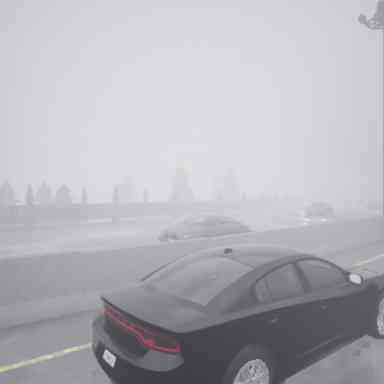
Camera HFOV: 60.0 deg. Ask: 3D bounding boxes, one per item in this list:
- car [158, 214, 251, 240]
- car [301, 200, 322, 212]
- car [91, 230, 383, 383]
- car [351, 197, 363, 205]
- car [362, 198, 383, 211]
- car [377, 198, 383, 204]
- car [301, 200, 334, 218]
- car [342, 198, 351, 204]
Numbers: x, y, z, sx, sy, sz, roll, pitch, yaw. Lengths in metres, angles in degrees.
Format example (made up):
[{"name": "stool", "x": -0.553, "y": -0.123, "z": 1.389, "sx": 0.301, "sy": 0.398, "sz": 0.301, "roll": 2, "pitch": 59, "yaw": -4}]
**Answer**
[{"name": "car", "x": 0.653, "y": 1.636, "z": 13.807, "sx": 4.181, "sy": 1.385, "sz": 1.994, "roll": 0, "pitch": 0, "yaw": -42}, {"name": "car", "x": 15.881, "y": 1.792, "z": 44.057, "sx": 1.812, "sy": 1.442, "sz": 4.674, "roll": 0, "pitch": 0, "yaw": 31}, {"name": "car", "x": 1.125, "y": 1.501, "z": 4.850, "sx": 5.008, "sy": 1.535, "sz": 1.882, "roll": 0, "pitch": 0, "yaw": -38}, {"name": "car", "x": 33.758, "y": 1.872, "z": 66.910, "sx": 1.837, "sy": 1.490, "sz": 4.892, "roll": 0, "pitch": -1, "yaw": 31}, {"name": "car", "x": 25.247, "y": 1.793, "z": 46.036, "sx": 2.033, "sy": 1.411, "sz": 5.357, "roll": 0, "pitch": -1, "yaw": 31}, {"name": "car", "x": 46.126, "y": 2.150, "z": 80.732, "sx": 1.994, "sy": 1.385, "sz": 4.181, "roll": 0, "pitch": -3, "yaw": 31}, {"name": "car", "x": 12.394, "y": 1.687, "z": 32.111, "sx": 1.837, "sy": 1.490, "sz": 4.892, "roll": 0, "pitch": 0, "yaw": 35}, {"name": "car", "x": 37.055, "y": 2.103, "z": 79.215, "sx": 1.994, "sy": 1.385, "sz": 4.181, "roll": 0, "pitch": -2, "yaw": 31}]
